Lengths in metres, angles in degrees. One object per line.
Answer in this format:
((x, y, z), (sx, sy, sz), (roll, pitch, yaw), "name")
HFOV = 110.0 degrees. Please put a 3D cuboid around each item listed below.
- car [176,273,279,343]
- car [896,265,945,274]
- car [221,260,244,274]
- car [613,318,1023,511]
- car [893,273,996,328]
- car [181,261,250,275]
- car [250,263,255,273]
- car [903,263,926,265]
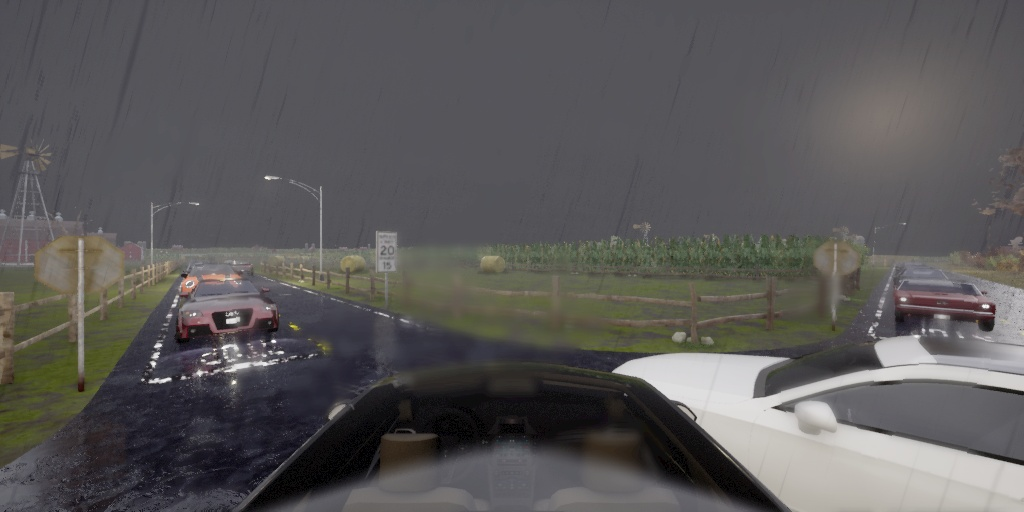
((-7.932, 1.353, 9.957), (1.994, 1.385, 4.181), (0, 0, -42), "car")
((20.611, 1.358, 17.970), (5.357, 1.411, 2.033), (0, 1, -43), "car")
((-33.664, 1.296, 43.151), (1.837, 1.490, 4.892), (0, 0, -41), "car")
((2.840, 1.294, 2.360), (1.812, 1.442, 4.674), (0, 1, -44), "car")
((13.528, 1.395, 11.413), (4.718, 1.301, 1.895), (0, 1, -43), "car")
((-13.702, 1.137, 16.446), (2.097, 1.767, 4.553), (0, 0, -42), "car")
((-26.950, 1.276, 35.687), (2.128, 1.511, 4.902), (0, 0, -41), "car")
((27.371, 1.394, 24.218), (4.181, 1.385, 1.994), (0, 1, -43), "car")
